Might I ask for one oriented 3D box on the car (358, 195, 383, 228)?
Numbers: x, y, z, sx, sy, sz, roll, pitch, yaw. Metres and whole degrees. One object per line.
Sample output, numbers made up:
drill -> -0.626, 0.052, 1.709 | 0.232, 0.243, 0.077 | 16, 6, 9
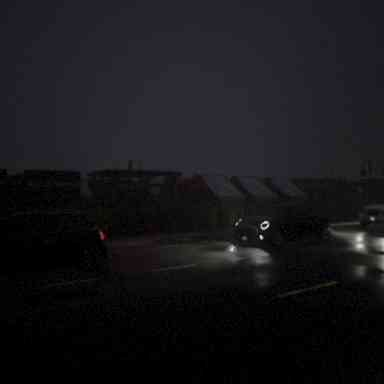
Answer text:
car -> 12.489, 1.140, 20.174 | 5.566, 2.045, 2.150 | 0, 0, -32

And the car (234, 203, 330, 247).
car -> 4.038, 1.305, 14.818 | 4.553, 1.767, 2.097 | 0, 0, -32

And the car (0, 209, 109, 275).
car -> -4.755, 1.340, 9.244 | 4.553, 1.767, 2.097 | 0, 0, -32
